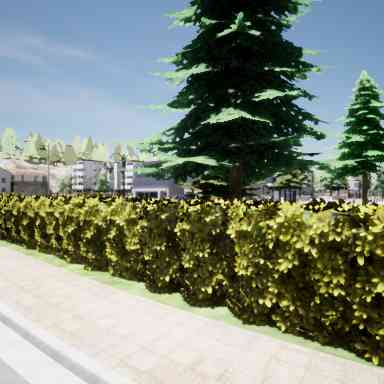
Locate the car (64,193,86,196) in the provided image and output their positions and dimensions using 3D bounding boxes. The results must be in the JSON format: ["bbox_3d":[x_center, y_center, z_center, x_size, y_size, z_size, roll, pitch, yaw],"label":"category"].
[{"bbox_3d":[-27.331,1.153,80.428,2.152,1.636,5.027,0,0,44],"label":"car"}]

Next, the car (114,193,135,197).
[{"bbox_3d":[-10.069,1.384,53.354,1.970,1.475,3.806,0,0,44],"label":"car"}]

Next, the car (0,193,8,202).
[{"bbox_3d":[-41.776,1.097,70.259,1.932,1.855,4.605,0,0,44],"label":"car"}]

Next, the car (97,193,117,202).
[{"bbox_3d":[-18.225,1.077,71.441,1.905,1.878,3.866,0,0,44],"label":"car"}]

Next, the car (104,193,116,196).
[{"bbox_3d":[-15.867,1.097,69.694,1.932,1.855,4.605,0,0,44],"label":"car"}]
